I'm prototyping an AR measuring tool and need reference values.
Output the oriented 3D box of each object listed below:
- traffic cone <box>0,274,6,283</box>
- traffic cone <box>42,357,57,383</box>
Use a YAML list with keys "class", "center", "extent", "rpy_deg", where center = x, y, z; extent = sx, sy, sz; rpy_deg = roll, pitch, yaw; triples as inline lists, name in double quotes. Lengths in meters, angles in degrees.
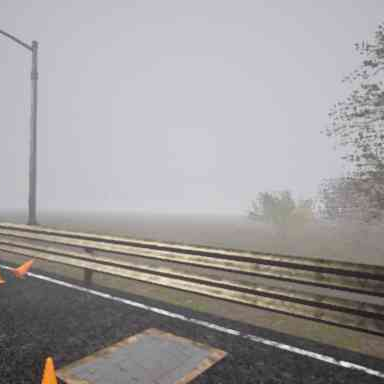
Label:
- class: "traffic cone"
  center: [-5.063, 2.045, 8.604]
  extent: [0.340, 0.580, 0.340]
  rpy_deg: [0, -1, 37]
- class: "traffic cone"
  center: [-1.464, 1.998, 3.404]
  extent: [0.340, 0.580, 0.340]
  rpy_deg: [0, -1, 37]
